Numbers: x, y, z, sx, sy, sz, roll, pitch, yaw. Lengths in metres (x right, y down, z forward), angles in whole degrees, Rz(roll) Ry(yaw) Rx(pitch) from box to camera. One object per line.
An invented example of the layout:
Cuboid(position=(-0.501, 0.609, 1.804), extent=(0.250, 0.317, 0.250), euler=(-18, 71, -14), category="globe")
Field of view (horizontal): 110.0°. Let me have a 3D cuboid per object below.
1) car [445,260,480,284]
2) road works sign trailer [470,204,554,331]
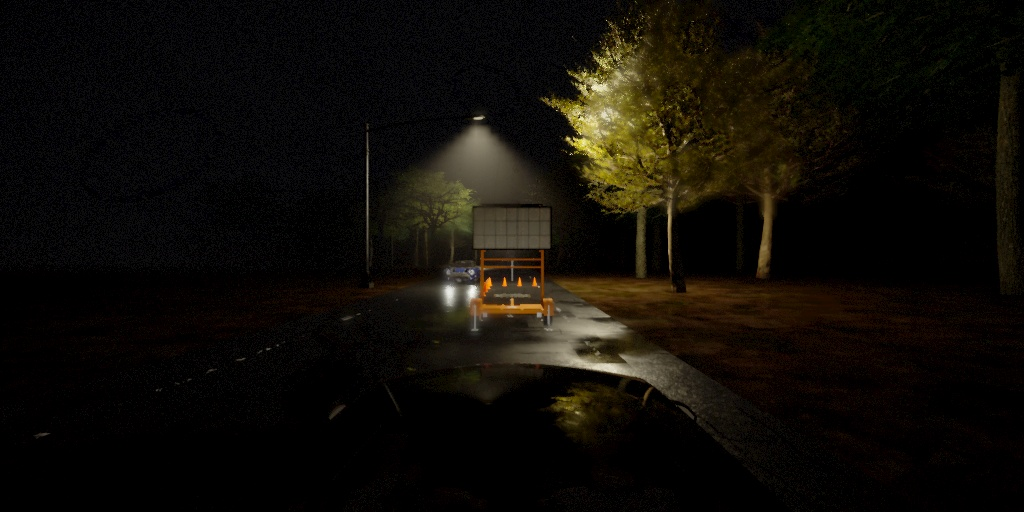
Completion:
Cuboid(position=(-3.598, 1.121, 26.743), extent=(2.097, 1.767, 4.553), euler=(0, 0, 0), category="car")
Cuboid(position=(0.009, 0.218, 11.000), extent=(2.380, 3.560, 2.880), euler=(0, 0, 0), category="road works sign trailer")
